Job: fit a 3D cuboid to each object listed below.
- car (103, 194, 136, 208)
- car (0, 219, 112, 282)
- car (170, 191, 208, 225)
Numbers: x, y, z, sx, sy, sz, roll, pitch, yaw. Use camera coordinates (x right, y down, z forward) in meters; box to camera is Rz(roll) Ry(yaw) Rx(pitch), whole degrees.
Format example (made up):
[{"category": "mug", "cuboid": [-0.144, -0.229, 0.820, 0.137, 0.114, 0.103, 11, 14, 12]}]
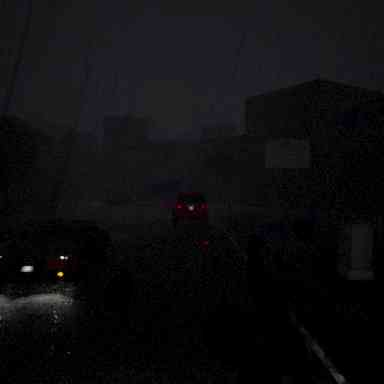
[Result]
[{"category": "car", "cuboid": [-8.645, 0.998, 39.294, 4.902, 1.511, 2.128, 0, 3, 43]}, {"category": "car", "cuboid": [-3.621, 1.477, 9.299, 1.994, 1.385, 4.181, 0, 1, 0]}, {"category": "car", "cuboid": [-0.243, 0.969, 21.990, 2.150, 2.045, 5.566, 0, 1, -4]}]
